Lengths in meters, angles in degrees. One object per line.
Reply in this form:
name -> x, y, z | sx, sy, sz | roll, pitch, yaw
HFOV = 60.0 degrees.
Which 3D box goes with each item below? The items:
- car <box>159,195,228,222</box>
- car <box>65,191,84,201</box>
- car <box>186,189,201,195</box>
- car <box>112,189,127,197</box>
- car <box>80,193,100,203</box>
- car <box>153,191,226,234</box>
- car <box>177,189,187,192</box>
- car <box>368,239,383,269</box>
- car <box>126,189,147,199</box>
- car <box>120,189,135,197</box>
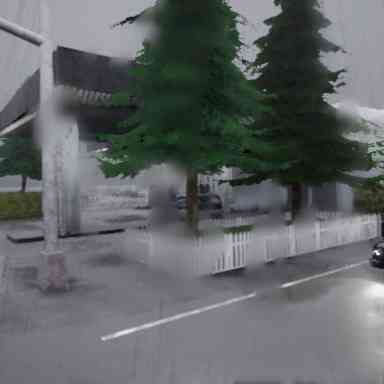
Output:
car -> 0.180, 1.137, 24.556 | 4.611, 1.667, 2.242 | -2, 1, -36
car -> -21.403, 0.689, 60.636 | 1.932, 1.855, 4.605 | -2, 1, -36
car -> 0.388, 0.066, 89.201 | 1.970, 1.475, 3.806 | -2, 1, -36
car -> -18.778, 0.259, 84.067 | 1.905, 1.878, 3.866 | -2, 1, -36
car -> -16.371, 0.944, 53.812 | 1.970, 1.475, 3.806 | -2, 1, -36
car -> 0.009, 1.081, 17.424 | 3.866, 1.878, 1.905 | -2, 1, -36
car -> -2.823, 0.311, 73.255 | 1.845, 1.501, 3.633 | -2, 1, -36
car -> 6.920, 1.290, 8.925 | 5.357, 1.411, 2.033 | -2, 1, -35
car -> -10.919, 0.557, 67.402 | 2.007, 1.523, 4.514 | -2, 1, -36
car -> -16.674, 0.202, 86.112 | 1.932, 1.855, 4.605 | -2, 1, -36
